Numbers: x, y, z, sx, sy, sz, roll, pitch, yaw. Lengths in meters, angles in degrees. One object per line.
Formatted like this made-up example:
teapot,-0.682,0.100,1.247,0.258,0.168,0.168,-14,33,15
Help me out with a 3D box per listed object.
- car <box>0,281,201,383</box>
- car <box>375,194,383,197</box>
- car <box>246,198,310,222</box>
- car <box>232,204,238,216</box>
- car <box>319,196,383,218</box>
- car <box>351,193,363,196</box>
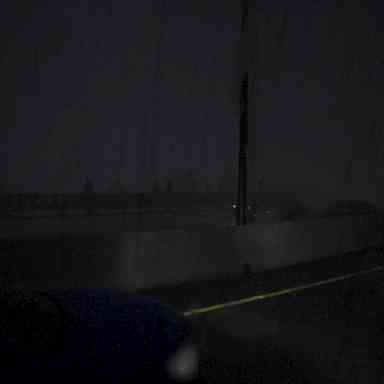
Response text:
car,-2.288,1.378,2.513,5.008,1.535,1.882,0,2,-29
car,30.153,0.956,52.585,1.895,1.301,4.718,2,1,26
car,5.570,1.164,20.817,4.674,1.442,1.812,0,2,-40
car,5.145,1.144,24.996,4.718,1.301,1.895,0,2,-42
car,9.225,1.232,19.345,4.892,1.490,1.837,0,2,-41
car,28.610,0.785,57.695,1.994,1.385,4.181,1,1,24
